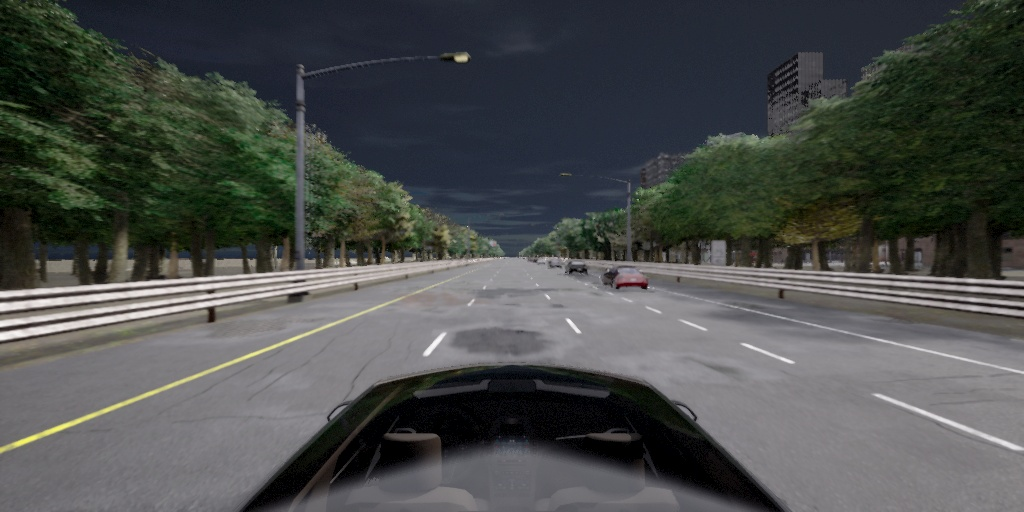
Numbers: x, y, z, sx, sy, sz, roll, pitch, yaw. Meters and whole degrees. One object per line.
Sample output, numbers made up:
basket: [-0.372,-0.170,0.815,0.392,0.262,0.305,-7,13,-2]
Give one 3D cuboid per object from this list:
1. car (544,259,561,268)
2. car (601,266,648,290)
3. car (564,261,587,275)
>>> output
car: [7.005,1.330,59.549,2.033,1.411,5.357,0,0,0]
car: [7.000,1.322,22.667,1.994,1.385,4.181,0,0,0]
car: [6.998,1.243,39.574,1.882,1.535,5.008,0,0,0]
